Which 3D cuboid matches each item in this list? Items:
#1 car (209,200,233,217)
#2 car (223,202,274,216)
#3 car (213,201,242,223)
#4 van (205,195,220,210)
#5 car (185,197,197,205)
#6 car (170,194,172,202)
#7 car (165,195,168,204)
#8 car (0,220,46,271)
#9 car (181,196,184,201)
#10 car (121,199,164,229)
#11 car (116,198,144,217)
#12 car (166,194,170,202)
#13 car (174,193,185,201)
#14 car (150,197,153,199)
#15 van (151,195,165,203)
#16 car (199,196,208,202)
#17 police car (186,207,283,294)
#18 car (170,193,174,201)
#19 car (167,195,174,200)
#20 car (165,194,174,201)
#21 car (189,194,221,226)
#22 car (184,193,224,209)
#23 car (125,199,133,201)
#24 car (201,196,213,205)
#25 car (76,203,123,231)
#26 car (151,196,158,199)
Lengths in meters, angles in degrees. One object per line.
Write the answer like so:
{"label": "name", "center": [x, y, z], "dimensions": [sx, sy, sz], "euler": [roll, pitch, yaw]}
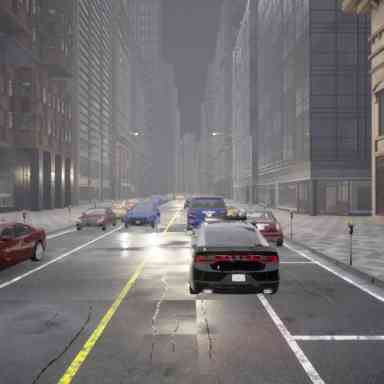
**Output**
{"label": "car", "center": [2.693, 1.550, 31.919], "dimensions": [1.887, 1.381, 4.507], "euler": [0, 0, 0]}
{"label": "car", "center": [2.732, 1.442, 15.112], "dimensions": [1.967, 1.590, 4.097], "euler": [0, 0, 0]}
{"label": "car", "center": [2.706, 1.530, 26.486], "dimensions": [1.752, 1.417, 4.829], "euler": [0, 0, 0]}
{"label": "van", "center": [2.668, 1.349, 43.123], "dimensions": [1.690, 1.788, 3.998], "euler": [0, 0, 0]}
{"label": "car", "center": [-0.133, 1.576, 58.579], "dimensions": [1.994, 1.385, 4.181], "euler": [0, 0, 0]}
{"label": "car", "center": [-5.921, 1.581, 71.103], "dimensions": [1.947, 1.339, 4.313], "euler": [0, 0, 0]}
{"label": "car", "center": [-5.896, 1.594, 59.900], "dimensions": [1.802, 1.307, 4.206], "euler": [0, 0, 0]}
{"label": "car", "center": [-5.781, 1.546, 9.484], "dimensions": [1.887, 1.381, 4.507], "euler": [0, 0, 0]}
{"label": "car", "center": [-0.080, 1.573, 45.267], "dimensions": [1.994, 1.385, 4.181], "euler": [0, 0, 0]}
{"label": "car", "center": [-3.149, 1.481, 21.819], "dimensions": [1.882, 1.535, 5.008], "euler": [0, 0, 0]}
{"label": "car", "center": [-5.832, 1.446, 31.891], "dimensions": [1.967, 1.590, 4.097], "euler": [0, 0, 0]}
{"label": "car", "center": [-5.908, 1.454, 65.502], "dimensions": [1.967, 1.590, 4.097], "euler": [0, 0, 0]}
{"label": "car", "center": [-3.197, 1.497, 86.688], "dimensions": [1.882, 1.535, 5.008], "euler": [0, 0, 0]}
{"label": "car", "center": [-5.845, 1.551, 37.492], "dimensions": [1.887, 1.381, 4.507], "euler": [0, 0, 0]}
{"label": "van", "center": [-5.882, 1.352, 54.298], "dimensions": [1.690, 1.788, 3.998], "euler": [0, 0, 0]}
{"label": "car", "center": [2.591, 1.561, 76.735], "dimensions": [1.887, 1.381, 4.507], "euler": [0, 0, 0]}
{"label": "police car", "center": [0.880, 1.426, 8.898], "dimensions": [1.930, 1.638, 5.238], "euler": [0, 0, 0]}
{"label": "car", "center": [-5.933, 1.456, 76.705], "dimensions": [1.967, 1.590, 4.097], "euler": [0, 0, 0]}
{"label": "car", "center": [-5.972, 1.604, 93.510], "dimensions": [1.802, 1.307, 4.206], "euler": [0, 0, 0]}
{"label": "car", "center": [-5.958, 1.335, 87.909], "dimensions": [2.192, 1.841, 5.009], "euler": [0, 0, 0]}
{"label": "car", "center": [0.844, 1.229, 24.819], "dimensions": [2.150, 2.045, 5.566], "euler": [0, 0, 0]}
{"label": "car", "center": [0.778, 1.226, 18.810], "dimensions": [2.150, 2.045, 5.566], "euler": [0, 0, -1]}
{"label": "car", "center": [-5.819, 1.530, 26.119], "dimensions": [1.752, 1.417, 4.829], "euler": [0, 0, 0]}
{"label": "car", "center": [2.630, 1.452, 59.929], "dimensions": [1.967, 1.590, 4.097], "euler": [0, 0, 0]}
{"label": "car", "center": [-5.807, 1.585, 20.687], "dimensions": [1.802, 1.307, 4.206], "euler": [0, 0, 0]}
{"label": "car", "center": [-5.857, 1.553, 43.095], "dimensions": [1.887, 1.381, 4.507], "euler": [0, 0, 0]}
